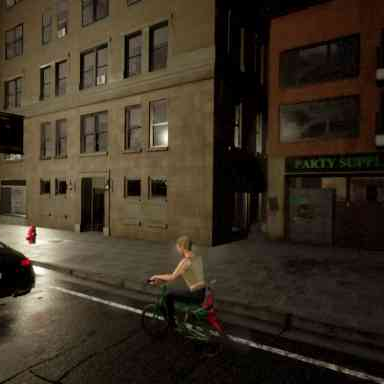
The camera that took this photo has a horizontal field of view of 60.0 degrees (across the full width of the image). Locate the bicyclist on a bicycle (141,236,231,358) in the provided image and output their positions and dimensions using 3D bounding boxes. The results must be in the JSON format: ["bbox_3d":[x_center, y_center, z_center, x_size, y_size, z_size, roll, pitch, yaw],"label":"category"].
[{"bbox_3d":[-0.178,1.436,4.782,1.509,1.612,0.866,0,0,35],"label":"bicyclist on a bicycle"}]

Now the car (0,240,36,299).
[{"bbox_3d":[-5.344,1.562,7.397,4.181,1.385,1.994,0,0,36],"label":"car"}]
